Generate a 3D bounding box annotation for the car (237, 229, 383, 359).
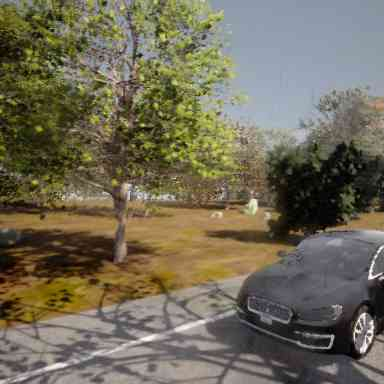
[{"bbox_3d":[2.903,1.513,6.132,4.892,1.490,1.837,0,0,-39],"label":"car"}]
